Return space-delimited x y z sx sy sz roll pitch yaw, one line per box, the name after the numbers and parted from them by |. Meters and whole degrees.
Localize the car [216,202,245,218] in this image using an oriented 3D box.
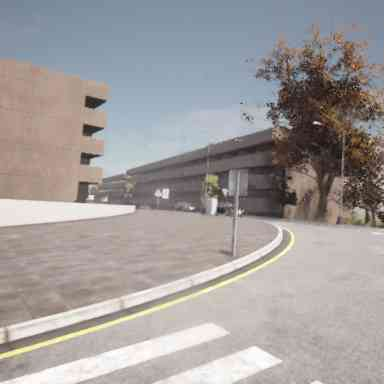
3.898 1.884 35.835 2.128 1.511 4.902 5 -3 -23 | car

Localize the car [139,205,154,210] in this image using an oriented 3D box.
-8.829 3.306 63.981 1.837 1.490 4.892 5 -6 -25 | car

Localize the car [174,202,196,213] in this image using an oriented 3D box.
-1.005 2.183 47.106 2.128 1.511 4.902 5 -4 -24 | car
